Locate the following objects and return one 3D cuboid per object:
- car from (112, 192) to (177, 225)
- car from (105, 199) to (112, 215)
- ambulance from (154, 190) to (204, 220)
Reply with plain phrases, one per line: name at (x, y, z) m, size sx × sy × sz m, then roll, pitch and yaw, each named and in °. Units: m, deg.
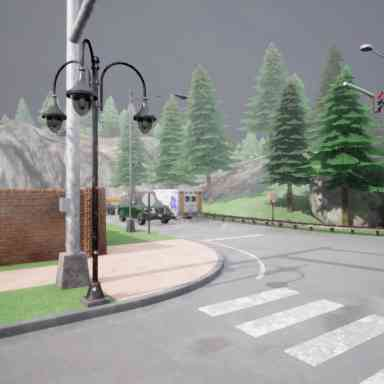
car at (-3.673, 1.236, 24.618) m, size 2.150 × 2.045 × 5.566 m, roll 0°, pitch 0°, yaw -34°
car at (-9.217, 1.366, 32.884) m, size 2.097 × 1.767 × 4.553 m, roll 0°, pitch 0°, yaw -34°
ambulance at (-1.727, 1.045, 28.170) m, size 2.351 × 2.431 × 6.366 m, roll 0°, pitch 0°, yaw -34°
